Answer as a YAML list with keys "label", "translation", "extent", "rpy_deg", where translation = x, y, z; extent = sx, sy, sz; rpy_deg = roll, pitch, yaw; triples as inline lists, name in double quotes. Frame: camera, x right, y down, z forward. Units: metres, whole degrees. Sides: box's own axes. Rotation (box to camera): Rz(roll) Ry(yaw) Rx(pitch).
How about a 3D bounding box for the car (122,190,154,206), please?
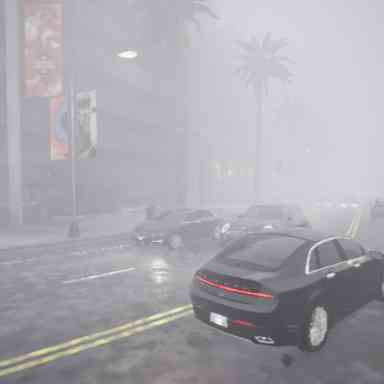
- label: "car"
  translation: [-7.210, 0.792, 44.654]
  extent: [2.435, 2.045, 5.566]
  rpy_deg: [-1, 0, 28]

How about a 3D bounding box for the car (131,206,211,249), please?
- label: "car"
  translation: [-0.398, 1.408, 14.002]
  extent: [1.837, 1.490, 4.892]
  rpy_deg: [0, 1, 37]

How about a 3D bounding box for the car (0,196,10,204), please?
- label: "car"
  translation: [-33.950, 1.425, 58.470]
  extent: [2.161, 1.482, 4.786]
  rpy_deg: [-1, 0, 28]

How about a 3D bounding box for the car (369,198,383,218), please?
- label: "car"
  translation: [13.222, 1.151, 22.664]
  extent: [2.128, 1.511, 4.902]
  rpy_deg: [-1, 0, 29]

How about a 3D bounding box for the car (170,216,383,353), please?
- label: "car"
  translation: [2.109, 1.433, 6.146]
  extent: [4.892, 1.490, 1.837]
  rpy_deg: [-1, 1, -44]

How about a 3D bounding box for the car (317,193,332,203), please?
- label: "car"
  translation: [20.547, 0.891, 51.454]
  extent: [1.837, 1.490, 4.892]
  rpy_deg: [-1, 0, 28]

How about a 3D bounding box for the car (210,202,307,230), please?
- label: "car"
  translation: [2.925, 1.221, 12.682]
  extent: [2.097, 1.767, 4.553]
  rpy_deg: [-1, 0, 36]

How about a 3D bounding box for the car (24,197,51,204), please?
- label: "car"
  translation: [-23.913, 1.387, 52.638]
  extent: [1.895, 1.301, 4.718]
  rpy_deg: [-1, 0, 28]

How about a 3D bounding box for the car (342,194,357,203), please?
- label: "car"
  translation: [23.624, 0.929, 49.785]
  extent: [1.895, 1.301, 4.718]
  rpy_deg: [-1, 0, 28]
